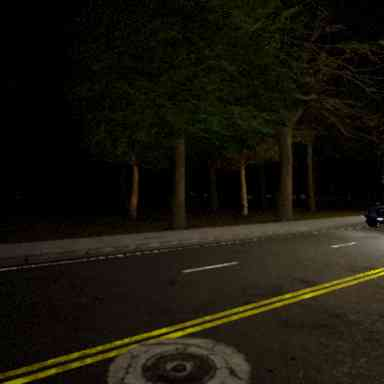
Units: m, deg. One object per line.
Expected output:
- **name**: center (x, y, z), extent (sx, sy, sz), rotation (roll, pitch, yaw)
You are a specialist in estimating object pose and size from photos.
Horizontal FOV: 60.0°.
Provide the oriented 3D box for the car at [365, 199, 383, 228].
- **car**: center (13.317, 1.240, 21.169), extent (5.566, 2.045, 2.150), rotation (0, 0, -35)
